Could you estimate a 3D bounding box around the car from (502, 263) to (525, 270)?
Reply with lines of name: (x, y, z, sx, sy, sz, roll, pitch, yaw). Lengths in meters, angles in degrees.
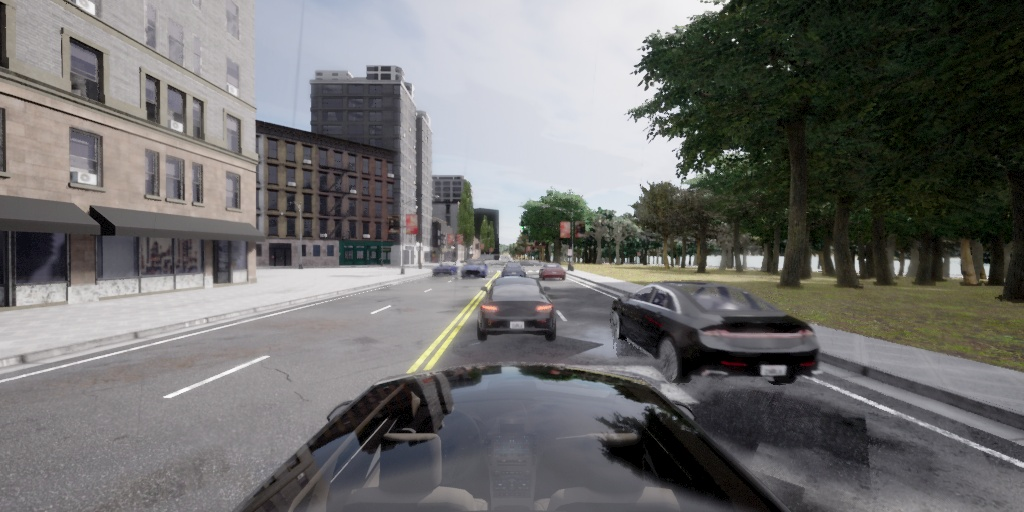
car: (0.147, 1.301, 29.692, 1.994, 1.385, 4.181, 0, 0, 0)

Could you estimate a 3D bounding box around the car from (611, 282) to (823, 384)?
car: (3.359, 1.242, 7.021, 2.128, 1.511, 4.902, 0, 0, 0)

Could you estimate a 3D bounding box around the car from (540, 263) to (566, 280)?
car: (3.399, 1.301, 30.616, 1.994, 1.385, 4.181, 0, 0, 0)

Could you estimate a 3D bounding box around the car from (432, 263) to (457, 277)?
car: (-6.512, 1.335, 35.437, 1.895, 1.301, 4.718, 0, 0, 0)

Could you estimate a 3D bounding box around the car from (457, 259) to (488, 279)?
car: (-3.281, 1.088, 32.007, 2.097, 1.767, 4.553, 0, 0, 0)

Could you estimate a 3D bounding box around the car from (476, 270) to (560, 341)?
car: (0.105, 1.274, 9.778, 1.812, 1.442, 4.674, 0, 0, 0)
